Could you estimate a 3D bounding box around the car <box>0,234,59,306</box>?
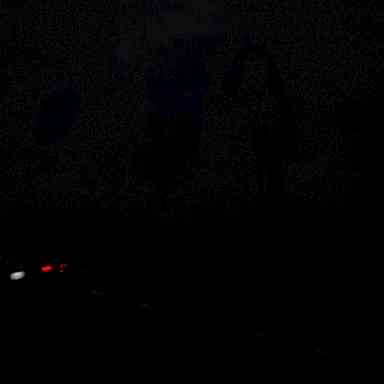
[{"bbox_3d":[-5.278,1.624,7.631,5.357,1.411,2.033,-1,0,36],"label":"car"}]
